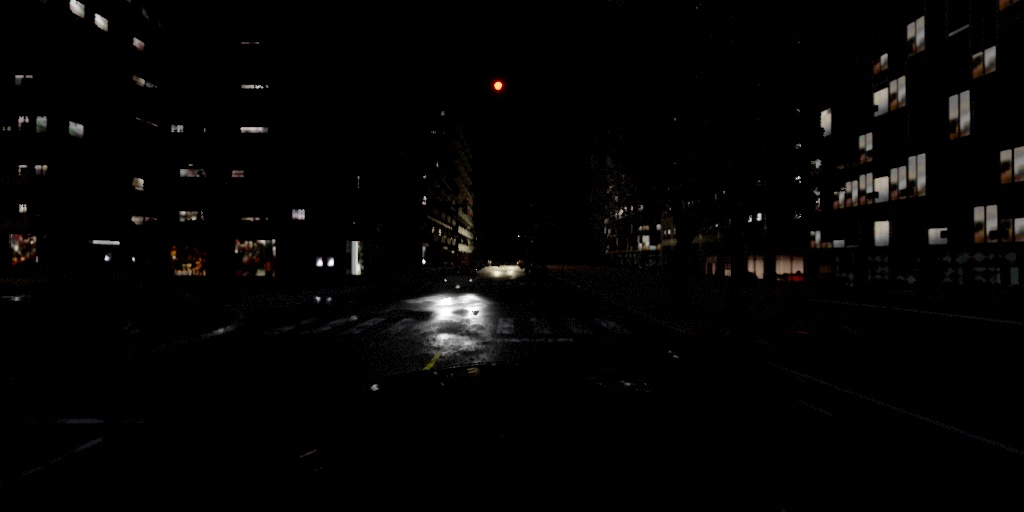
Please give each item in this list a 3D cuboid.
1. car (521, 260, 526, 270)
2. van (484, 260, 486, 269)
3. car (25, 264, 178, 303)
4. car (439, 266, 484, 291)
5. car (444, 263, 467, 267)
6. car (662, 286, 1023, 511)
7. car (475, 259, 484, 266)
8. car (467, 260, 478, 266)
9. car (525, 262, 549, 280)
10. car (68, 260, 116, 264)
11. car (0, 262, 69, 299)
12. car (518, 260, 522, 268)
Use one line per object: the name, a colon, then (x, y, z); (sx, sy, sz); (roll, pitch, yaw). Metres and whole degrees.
car: (2.491, 1.548, 45.592); (1.751, 1.417, 4.829); (0, 0, 0)
van: (-5.965, 1.480, 61.982); (1.690, 1.789, 3.998); (0, 0, 0)
car: (-16.493, 1.168, 14.855); (4.403, 1.370, 2.007); (0, 0, -1)
car: (-3.095, 1.477, 22.724); (1.895, 1.301, 4.718); (0, 0, 0)
car: (-5.837, 1.500, 34.319); (2.007, 1.370, 4.403); (0, 0, 0)
car: (2.693, 1.066, 1.971); (2.192, 1.841, 5.009); (0, 0, 0)
car: (-5.939, 1.540, 56.449); (1.967, 1.591, 4.097); (0, 0, 0)
car: (-5.888, 1.574, 45.384); (2.007, 1.370, 4.403); (0, 0, 0)
car: (2.543, 1.494, 34.357); (1.888, 1.381, 4.507); (0, 0, 0)
car: (-27.718, 0.961, 23.072); (4.097, 1.591, 1.967); (0, 0, -1)
car: (-21.890, 1.066, 14.776); (4.829, 1.417, 1.751); (0, 0, -1)
car: (2.415, 1.721, 62.019); (1.802, 1.307, 4.207); (0, 0, 0)
